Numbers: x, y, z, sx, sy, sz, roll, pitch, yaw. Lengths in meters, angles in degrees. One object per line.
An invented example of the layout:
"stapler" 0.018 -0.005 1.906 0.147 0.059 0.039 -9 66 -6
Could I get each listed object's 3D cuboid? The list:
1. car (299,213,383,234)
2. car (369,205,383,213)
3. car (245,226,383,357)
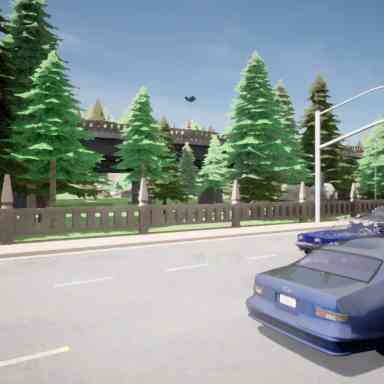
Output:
"car" 5.851 1.600 11.681 4.718 1.301 1.895 0 0 -32
"car" 11.783 1.491 19.475 4.902 1.511 2.128 0 0 -32
"car" 3.464 1.547 5.900 5.357 1.411 2.033 0 0 -31
